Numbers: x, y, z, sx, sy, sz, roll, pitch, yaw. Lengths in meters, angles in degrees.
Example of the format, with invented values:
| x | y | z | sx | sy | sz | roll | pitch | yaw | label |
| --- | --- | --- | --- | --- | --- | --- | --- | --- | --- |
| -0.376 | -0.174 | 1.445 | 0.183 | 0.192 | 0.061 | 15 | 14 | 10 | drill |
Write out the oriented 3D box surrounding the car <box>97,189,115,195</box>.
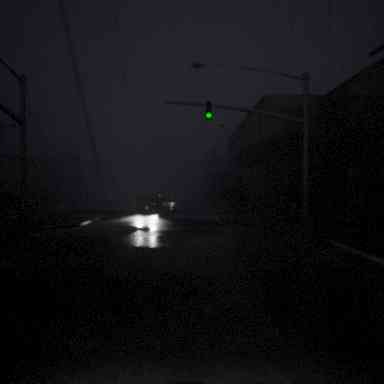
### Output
| x | y | z | sx | sy | sz | roll | pitch | yaw | label |
| --- | --- | --- | --- | --- | --- | --- | --- | --- | --- |
| -22.187 | 0.094 | 85.635 | 4.611 | 1.667 | 2.242 | 0 | 1 | 0 | car |

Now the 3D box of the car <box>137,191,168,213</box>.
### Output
| x | y | z | sx | sy | sz | roll | pitch | yaw | label |
| --- | --- | --- | --- | --- | --- | --- | --- | --- | --- |
| -3.596 | 0.953 | 28.931 | 2.128 | 1.511 | 4.902 | 0 | 1 | 0 | car |

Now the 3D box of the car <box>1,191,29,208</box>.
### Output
| x | y | z | sx | sy | sz | roll | pitch | yaw | label |
| --- | --- | --- | --- | --- | --- | --- | --- | --- | --- |
| -18.925 | 0.874 | 33.771 | 2.007 | 1.523 | 4.514 | 0 | 1 | 0 | car |

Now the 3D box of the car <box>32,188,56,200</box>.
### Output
| x | y | z | sx | sy | sz | roll | pitch | yaw | label |
| --- | --- | --- | --- | --- | --- | --- | --- | --- | --- |
| -22.633 | 0.323 | 51.632 | 1.905 | 1.878 | 3.866 | 0 | 1 | 0 | car |

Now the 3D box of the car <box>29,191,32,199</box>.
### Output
| x | y | z | sx | sy | sz | roll | pitch | yaw | label |
| --- | --- | --- | --- | --- | --- | --- | --- | --- | --- |
| -25.959 | 0.599 | 52.238 | 1.970 | 1.475 | 3.806 | 0 | 1 | 0 | car |

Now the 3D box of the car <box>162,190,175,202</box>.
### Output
| x | y | z | sx | sy | sz | roll | pitch | yaw | label |
| --- | --- | --- | --- | --- | --- | --- | --- | --- | --- |
| -3.571 | 0.480 | 46.816 | 2.097 | 1.767 | 4.553 | 0 | 1 | 0 | car |
